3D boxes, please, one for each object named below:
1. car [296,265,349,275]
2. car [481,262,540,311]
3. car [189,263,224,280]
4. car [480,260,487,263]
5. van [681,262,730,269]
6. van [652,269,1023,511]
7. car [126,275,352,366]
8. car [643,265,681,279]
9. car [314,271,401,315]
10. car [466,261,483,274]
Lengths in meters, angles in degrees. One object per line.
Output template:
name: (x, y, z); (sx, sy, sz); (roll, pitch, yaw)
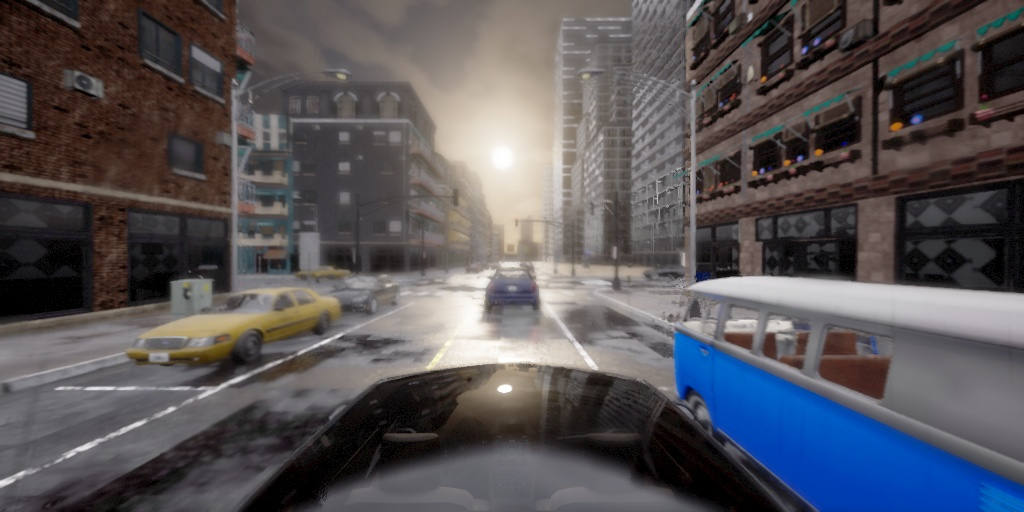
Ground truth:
car: (-17.858, 1.567, 34.014); (4.829, 1.417, 1.751); (0, 0, 0)
car: (-0.002, 1.232, 15.258); (2.097, 1.767, 4.553); (0, -1, -1)
car: (-23.216, 1.538, 25.629); (4.097, 1.591, 1.967); (0, 0, 0)
car: (-5.648, 1.742, 57.735); (1.967, 1.591, 4.097); (0, 0, 0)
van: (14.707, 1.352, 25.661); (3.998, 1.789, 1.690); (0, 0, 0)
van: (2.690, 1.100, 2.652); (1.690, 1.789, 3.998); (0, 0, 0)
car: (-5.686, 1.340, 8.188); (1.751, 1.417, 4.829); (0, 0, 0)
car: (14.701, 1.535, 34.042); (4.313, 1.339, 1.948); (0, 0, 0)
car: (-5.682, 1.420, 14.022); (2.007, 1.370, 4.403); (0, 0, 0)
car: (-5.652, 1.790, 52.086); (1.888, 1.381, 4.507); (0, 0, 0)
